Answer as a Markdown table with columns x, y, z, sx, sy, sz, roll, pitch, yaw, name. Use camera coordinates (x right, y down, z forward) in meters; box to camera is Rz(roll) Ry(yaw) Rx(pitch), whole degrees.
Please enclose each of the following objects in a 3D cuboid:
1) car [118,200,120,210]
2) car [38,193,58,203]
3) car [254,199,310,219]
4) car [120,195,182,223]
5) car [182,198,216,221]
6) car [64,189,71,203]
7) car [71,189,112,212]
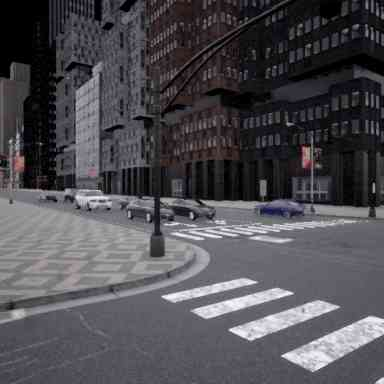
| x | y | z | sx | sy | sz | roll | pitch | yaw | name |
| --- | --- | --- | --- | --- | --- | --- | --- | --- | --- |
| -5.641 | 1.104 | 32.593 | 1.837 | 1.490 | 4.892 | 0 | 1 | -36 | car |
| -21.160 | 0.827 | 48.685 | 2.033 | 1.411 | 5.357 | 0 | 1 | -35 | car |
| 7.055 | 1.293 | 26.425 | 1.812 | 1.442 | 4.674 | 0 | 1 | -37 | car |
| -2.970 | 1.239 | 23.324 | 1.837 | 1.490 | 4.892 | 0 | 1 | -36 | car |
| -0.205 | 1.238 | 25.003 | 1.837 | 1.490 | 4.892 | 0 | 1 | -38 | car |
| -17.060 | 0.537 | 48.514 | 2.150 | 2.045 | 5.566 | 0 | 1 | -35 | car |
| -9.830 | 0.792 | 32.847 | 2.150 | 2.045 | 5.566 | 0 | 1 | -36 | car |
